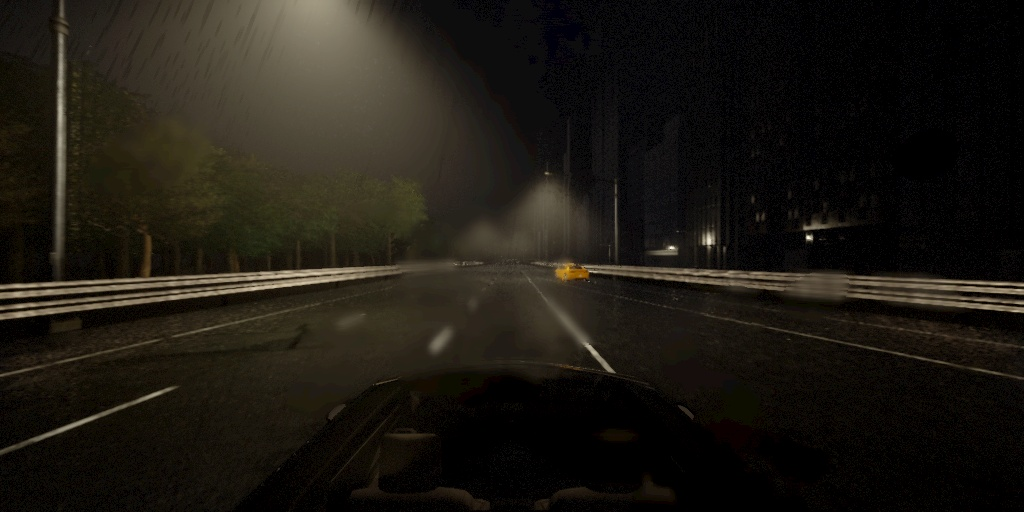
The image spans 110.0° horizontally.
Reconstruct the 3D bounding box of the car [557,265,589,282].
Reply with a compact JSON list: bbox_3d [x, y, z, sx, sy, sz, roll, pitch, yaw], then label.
[{"bbox_3d":[5.555,1.590,33.233,1.882,1.535,5.008,0,-1,-7],"label":"car"}]
